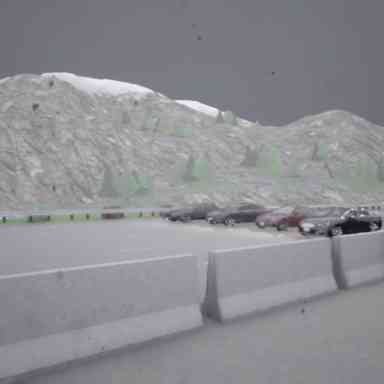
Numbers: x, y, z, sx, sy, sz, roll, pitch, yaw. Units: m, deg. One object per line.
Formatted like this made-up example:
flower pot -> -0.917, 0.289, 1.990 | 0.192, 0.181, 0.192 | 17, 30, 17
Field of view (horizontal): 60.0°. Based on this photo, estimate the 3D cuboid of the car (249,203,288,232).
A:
car -> 5.992, 1.526, 19.957 | 4.674, 1.442, 1.812 | 0, 0, -29

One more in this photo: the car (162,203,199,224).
car -> 0.516, 1.526, 24.919 | 5.357, 1.411, 2.033 | 0, 0, -30

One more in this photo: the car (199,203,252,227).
car -> 3.224, 1.495, 22.406 | 4.892, 1.490, 1.837 | 0, 0, -30

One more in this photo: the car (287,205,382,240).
car -> 7.513, 1.500, 16.801 | 4.902, 1.511, 2.128 | 0, 0, -29
